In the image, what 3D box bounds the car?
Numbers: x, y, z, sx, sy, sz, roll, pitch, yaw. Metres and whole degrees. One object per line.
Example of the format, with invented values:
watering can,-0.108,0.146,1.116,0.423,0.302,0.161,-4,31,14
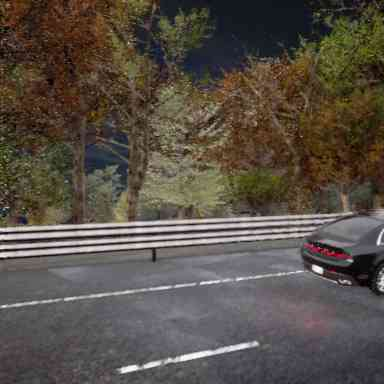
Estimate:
car,5.032,1.230,8.341,4.892,1.490,1.837,-7,7,-22
